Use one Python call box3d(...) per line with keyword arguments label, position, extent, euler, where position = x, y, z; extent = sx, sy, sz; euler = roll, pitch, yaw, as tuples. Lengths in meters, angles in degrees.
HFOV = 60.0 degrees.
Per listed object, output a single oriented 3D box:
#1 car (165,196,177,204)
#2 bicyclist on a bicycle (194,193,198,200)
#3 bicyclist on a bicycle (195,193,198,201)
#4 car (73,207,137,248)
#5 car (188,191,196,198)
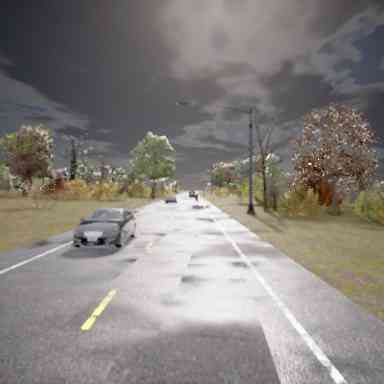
box3d(label="car", position=(-3.537, 1.307, 57.007), extent=(1.994, 1.385, 4.181), euler=(0, 0, 1))
box3d(label="bicyclist on a bicycle", position=(0.971, 1.080, 76.073), extent=(0.866, 1.612, 1.509), euler=(0, 0, 0))
box3d(label="bicyclist on a bicycle", position=(0.975, 1.145, 67.104), extent=(0.582, 1.620, 1.656), euler=(0, 0, 0))
box3d(label="car", position=(-3.597, 1.434, 14.484), extent=(2.128, 1.511, 4.902), euler=(0, 0, 0))
box3d(label="car", position=(0.017, 0.950, 94.212), extent=(1.895, 1.301, 4.718), euler=(0, 0, 0))
